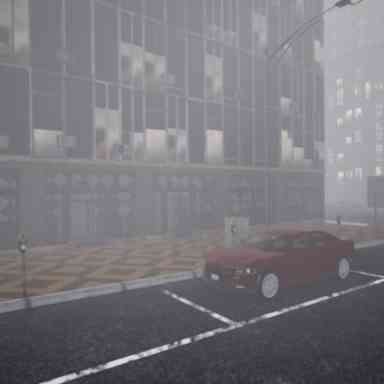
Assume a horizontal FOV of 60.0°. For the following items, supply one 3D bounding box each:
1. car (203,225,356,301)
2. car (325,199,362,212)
[{"bbox_3d":[2.317,1.574,8.386,4.507,1.381,1.887,0,-1,-35],"label":"car"},{"bbox_3d":[16.914,1.444,38.240,1.752,1.417,4.829,0,1,-35],"label":"car"}]
